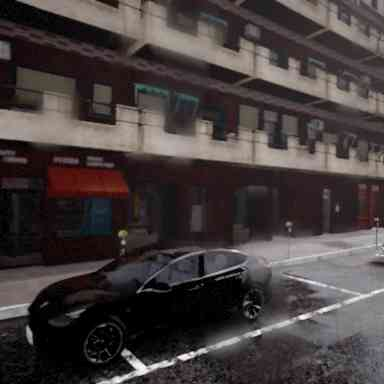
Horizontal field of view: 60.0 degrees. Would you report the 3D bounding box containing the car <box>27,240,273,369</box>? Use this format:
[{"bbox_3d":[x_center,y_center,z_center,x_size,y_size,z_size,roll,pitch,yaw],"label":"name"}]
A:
[{"bbox_3d":[-0.430,1.592,5.792,4.313,1.339,1.947,1,0,-36],"label":"car"}]
